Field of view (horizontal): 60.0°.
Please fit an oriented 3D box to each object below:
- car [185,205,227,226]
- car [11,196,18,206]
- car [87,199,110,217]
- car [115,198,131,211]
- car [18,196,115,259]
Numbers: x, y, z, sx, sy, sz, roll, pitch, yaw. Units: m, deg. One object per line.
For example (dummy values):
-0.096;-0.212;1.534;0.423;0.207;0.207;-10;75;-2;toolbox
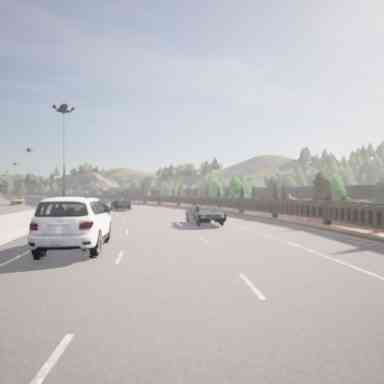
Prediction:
0.822;1.546;22.855;1.895;1.301;4.718;0;0;-12;car
-29.195;1.467;55.859;1.882;1.535;5.008;0;0;-32;car
-9.057;1.469;31.983;1.837;1.490;4.892;0;0;-19;car
-8.801;1.435;40.875;2.128;1.511;4.902;0;0;-23;car
-4.452;1.210;12.860;2.150;2.045;5.566;0;0;-8;car
